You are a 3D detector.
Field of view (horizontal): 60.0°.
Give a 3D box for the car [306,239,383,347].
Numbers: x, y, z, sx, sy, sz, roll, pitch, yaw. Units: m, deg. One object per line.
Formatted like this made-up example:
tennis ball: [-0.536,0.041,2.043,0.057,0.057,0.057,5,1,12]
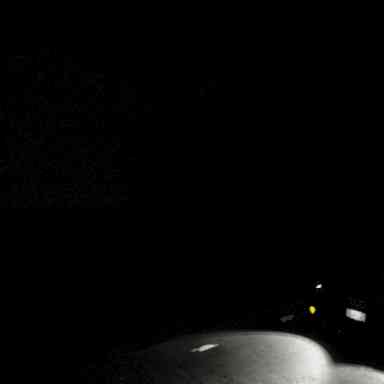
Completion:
car: [3.927,1.533,5.810,4.181,1.385,1.994,0,0,-35]
